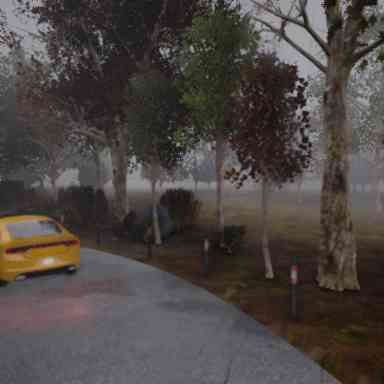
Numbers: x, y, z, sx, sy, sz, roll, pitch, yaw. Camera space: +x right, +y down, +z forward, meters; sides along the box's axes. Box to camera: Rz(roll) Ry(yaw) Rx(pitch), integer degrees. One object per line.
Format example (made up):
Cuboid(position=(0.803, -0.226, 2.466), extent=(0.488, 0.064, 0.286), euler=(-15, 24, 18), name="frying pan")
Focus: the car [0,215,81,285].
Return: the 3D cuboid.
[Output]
Cuboid(position=(-4.901, 1.420, 9.633), extent=(1.882, 1.535, 5.008), euler=(-3, 3, -39), name="car")
